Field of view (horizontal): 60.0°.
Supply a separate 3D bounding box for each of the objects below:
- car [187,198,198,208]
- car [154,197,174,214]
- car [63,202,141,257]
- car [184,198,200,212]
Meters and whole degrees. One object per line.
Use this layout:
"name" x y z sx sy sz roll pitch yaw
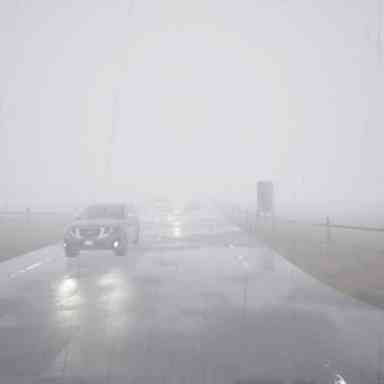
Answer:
"car" 0.063 1.756 55.180 1.837 1.490 4.892 -1 1 0
"car" -3.517 1.668 42.624 2.150 2.045 5.566 -1 0 1
"car" -3.596 1.459 14.357 2.150 2.045 5.566 -1 -1 0
"car" 0.050 1.866 44.759 2.128 1.511 4.902 -1 1 0
